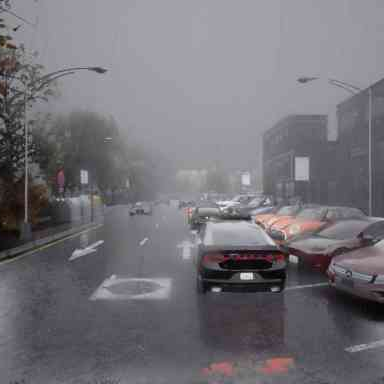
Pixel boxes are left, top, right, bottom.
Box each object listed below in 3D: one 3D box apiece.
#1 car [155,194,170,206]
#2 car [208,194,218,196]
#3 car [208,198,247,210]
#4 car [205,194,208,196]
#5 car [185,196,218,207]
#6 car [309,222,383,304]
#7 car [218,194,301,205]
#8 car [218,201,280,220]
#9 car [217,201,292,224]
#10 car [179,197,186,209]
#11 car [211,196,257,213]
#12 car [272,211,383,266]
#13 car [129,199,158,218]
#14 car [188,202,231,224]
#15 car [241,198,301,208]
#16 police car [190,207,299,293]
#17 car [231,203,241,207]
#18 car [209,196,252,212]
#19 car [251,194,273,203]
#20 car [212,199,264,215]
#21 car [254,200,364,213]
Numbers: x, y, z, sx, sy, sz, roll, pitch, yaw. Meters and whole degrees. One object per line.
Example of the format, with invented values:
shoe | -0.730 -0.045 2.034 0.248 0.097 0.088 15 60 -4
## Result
car | -5.009 1.350 56.971 2.150 2.045 5.566 0 0 -1
car | 4.799 1.270 31.273 5.566 2.045 2.435 1 0 -21
car | 4.640 1.600 43.295 4.674 1.452 2.002 1 0 -21
car | 4.626 1.446 46.304 4.553 1.767 2.185 1 0 -21
car | 0.760 1.373 24.885 2.097 1.767 4.553 0 0 -1
car | 5.193 1.527 7.271 4.674 1.452 2.002 1 0 -21
car | 4.945 1.251 22.257 5.566 2.045 2.435 1 0 -21
car | 4.837 1.544 28.271 4.792 1.488 2.163 1 0 -21
car | 4.737 1.503 25.211 5.366 1.575 1.946 1 0 -21
car | -0.766 1.441 46.848 2.097 1.767 4.553 0 0 0
car | 4.701 1.414 37.286 4.553 1.767 2.185 1 0 -21
car | 5.113 1.518 10.262 4.792 1.488 2.163 1 0 -21
car | -4.590 1.600 31.017 1.994 1.385 4.181 0 0 -1
car | 0.854 1.518 18.915 1.837 1.490 4.892 0 0 -1
car | 5.078 1.369 16.284 4.553 1.767 2.185 1 0 -21
police car | 1.015 1.427 9.026 1.930 1.638 5.238 0 0 -1
car | 4.996 1.538 19.279 4.674 1.452 2.002 1 0 -21
car | 4.655 1.424 40.286 4.553 1.767 2.185 1 0 -21
car | 16.971 1.463 80.560 2.435 2.045 5.566 0 0 -22
car | 4.752 1.560 34.271 4.792 1.488 2.163 1 0 -21
car | 5.125 1.366 13.283 4.553 1.767 2.185 1 0 -21
